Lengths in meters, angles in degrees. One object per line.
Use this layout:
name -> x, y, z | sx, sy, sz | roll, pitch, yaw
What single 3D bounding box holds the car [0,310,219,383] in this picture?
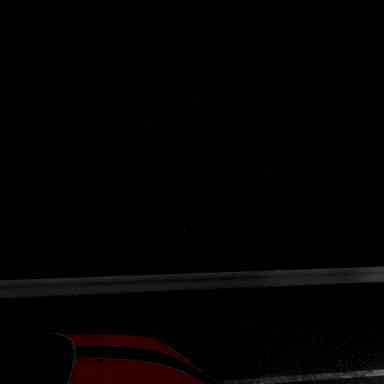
car -> -1.841, 1.352, 1.677 | 4.553, 1.767, 2.097 | 0, 0, -7
